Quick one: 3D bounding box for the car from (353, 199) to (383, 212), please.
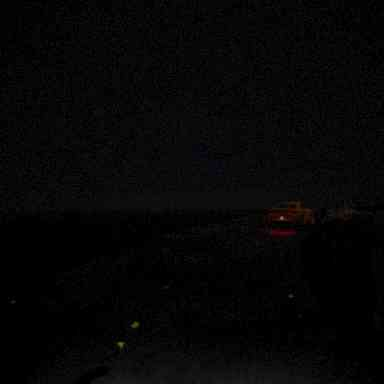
[{"bbox_3d":[19.509,1.430,35.843,5.357,1.411,2.033,0,0,-35],"label":"car"}]

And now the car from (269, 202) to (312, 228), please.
[{"bbox_3d":[6.504,1.378,21.688,1.882,1.535,5.008,0,0,30],"label":"car"}]
